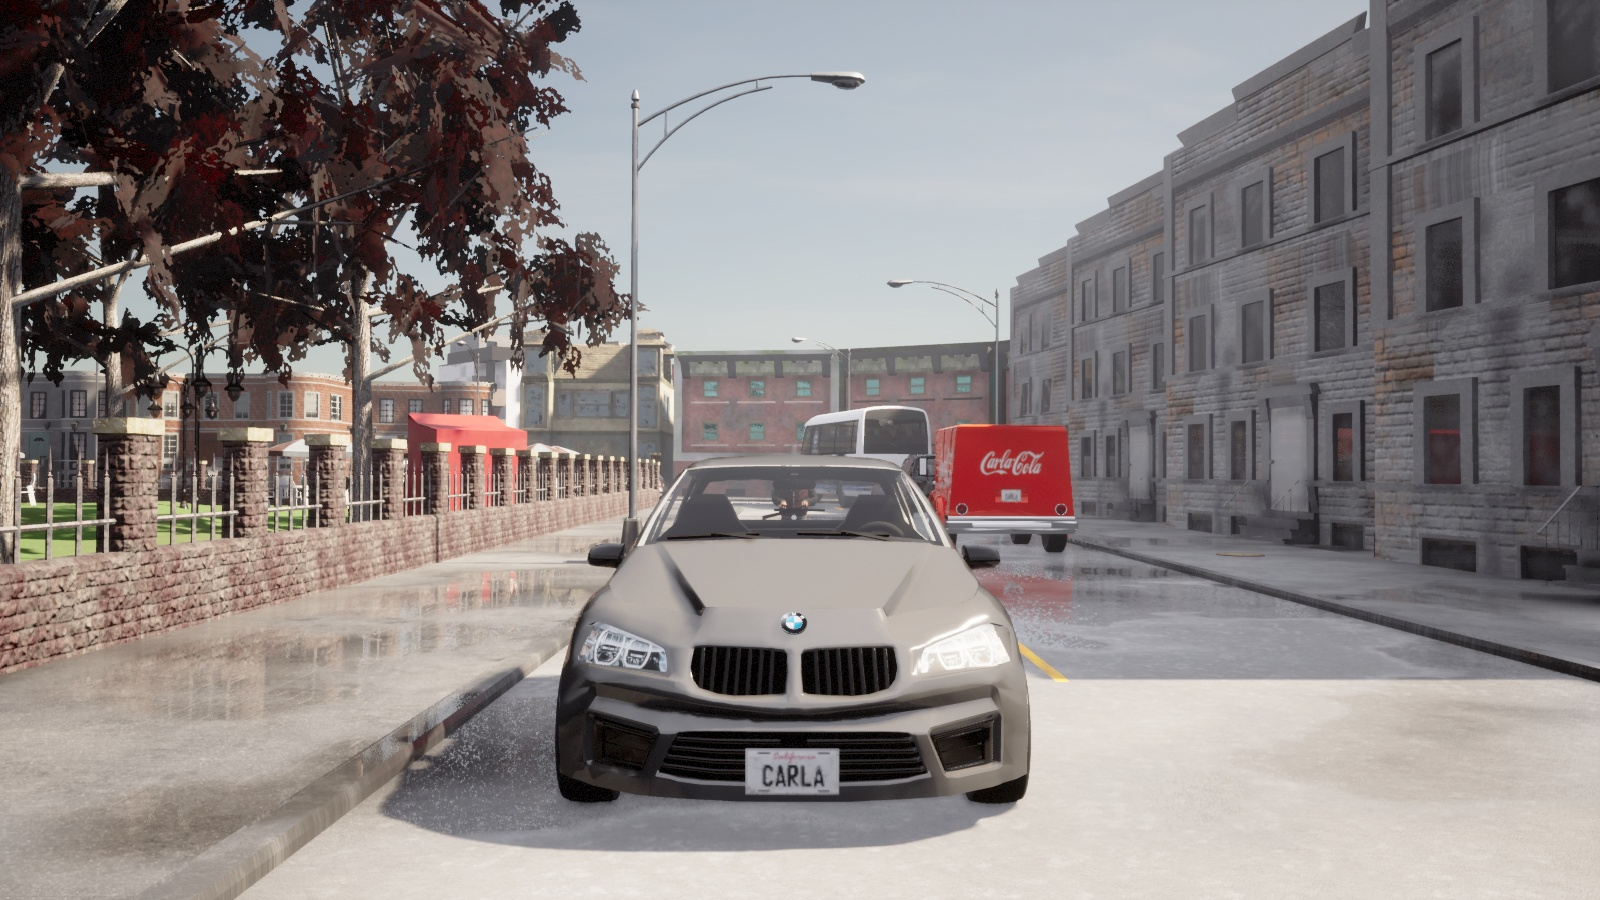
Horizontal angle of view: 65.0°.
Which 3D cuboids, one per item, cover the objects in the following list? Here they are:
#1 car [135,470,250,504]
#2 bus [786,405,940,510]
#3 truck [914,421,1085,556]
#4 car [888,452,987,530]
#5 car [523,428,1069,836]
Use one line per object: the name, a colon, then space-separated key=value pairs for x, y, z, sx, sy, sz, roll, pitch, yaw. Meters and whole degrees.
car: x=-29.941 y=1.819 z=61.992 sx=4.611 sy=1.667 sz=2.242 roll=0 pitch=-1 yaw=0
bus: x=2.555 y=0.373 z=56.351 sx=3.944 sy=4.253 sz=10.273 roll=0 pitch=-1 yaw=-15
truck: x=3.884 y=0.741 z=25.617 sx=2.627 sy=2.467 sz=5.204 roll=0 pitch=-1 yaw=0
car: x=3.836 y=1.121 z=35.976 sx=2.150 sy=2.045 sz=5.566 roll=0 pitch=-1 yaw=-1
car: x=-0.031 y=0.784 z=7.470 sx=2.242 sy=1.667 sz=4.611 roll=0 pitch=-1 yaw=0
